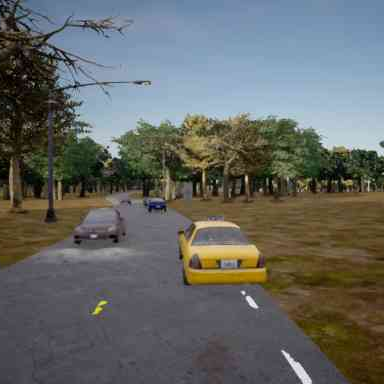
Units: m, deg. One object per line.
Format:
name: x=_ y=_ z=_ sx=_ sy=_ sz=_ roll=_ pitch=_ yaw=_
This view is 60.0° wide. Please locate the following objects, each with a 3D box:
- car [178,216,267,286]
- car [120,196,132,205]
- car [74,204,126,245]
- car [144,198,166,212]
car: x=0.584 y=1.447 z=9.388 sx=1.801 sy=1.575 sz=5.366 roll=0 pitch=0 yaw=-4
car: x=-11.099 y=1.383 z=55.452 sx=2.033 sy=1.411 sz=5.357 roll=0 pitch=0 yaw=-14
car: x=-4.177 y=1.512 z=15.711 sx=1.812 sy=1.442 sz=4.674 roll=0 pitch=0 yaw=-6
car: x=-4.057 y=1.399 z=37.890 sx=1.882 sy=1.535 sz=5.008 roll=0 pitch=0 yaw=-11
